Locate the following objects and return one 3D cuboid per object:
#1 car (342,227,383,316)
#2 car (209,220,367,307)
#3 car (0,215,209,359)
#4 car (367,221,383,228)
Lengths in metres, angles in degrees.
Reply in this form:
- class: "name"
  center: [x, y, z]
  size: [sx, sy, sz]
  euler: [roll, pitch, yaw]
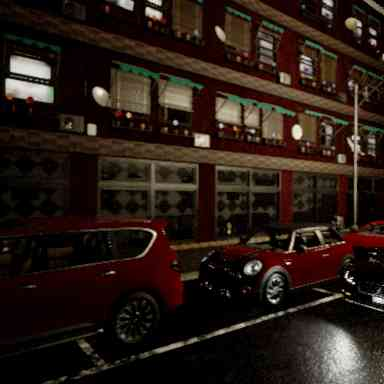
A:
- class: "car"
  center: [5.104, 1.593, 6.942]
  size: [4.892, 1.490, 1.837]
  euler: [1, -1, -35]
- class: "car"
  center: [2.135, 1.508, 8.078]
  size: [4.097, 1.590, 1.967]
  euler: [1, 0, -35]
- class: "car"
  center: [-2.453, 1.323, 4.808]
  size: [5.009, 1.841, 2.192]
  euler: [1, 0, -35]
- class: "car"
  center: [6.724, 1.674, 11.349]
  size: [4.507, 1.381, 1.887]
  euler: [1, 0, -35]
